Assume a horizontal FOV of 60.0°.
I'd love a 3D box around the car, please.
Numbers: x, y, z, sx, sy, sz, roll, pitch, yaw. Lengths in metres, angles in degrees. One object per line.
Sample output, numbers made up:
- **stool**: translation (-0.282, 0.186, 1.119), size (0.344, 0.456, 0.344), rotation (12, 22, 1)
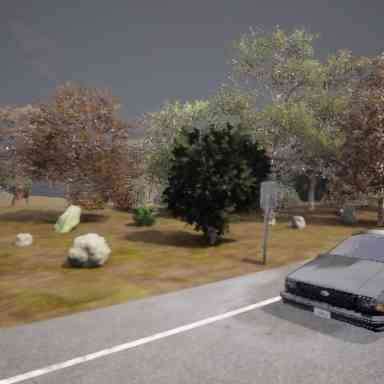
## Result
- **car**: translation (4.152, 1.565, 7.055), size (5.357, 1.411, 2.033), rotation (0, 0, -39)
